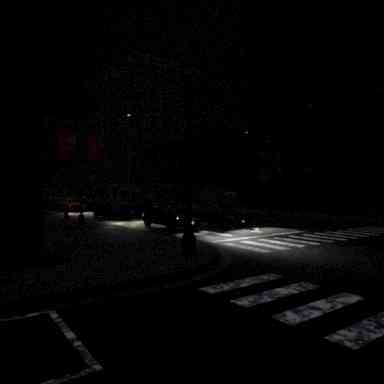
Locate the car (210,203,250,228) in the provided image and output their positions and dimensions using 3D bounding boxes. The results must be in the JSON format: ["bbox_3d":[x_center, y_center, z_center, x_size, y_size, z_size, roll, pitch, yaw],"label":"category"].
[{"bbox_3d":[1.696,1.500,22.013,1.812,1.442,4.674,0,0,-37],"label":"car"}]

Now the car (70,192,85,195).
[{"bbox_3d":[-20.486,1.118,58.700,2.150,2.045,5.566,0,-1,-36],"label":"car"}]

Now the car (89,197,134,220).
[{"bbox_3d":[-6.816,1.441,28.248,1.882,1.535,5.008,0,0,-36],"label":"car"}]

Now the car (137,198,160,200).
[{"bbox_3d":[-3.543,1.312,29.262,2.097,1.767,4.553,0,0,-36],"label":"car"}]

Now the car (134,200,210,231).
[{"bbox_3d":[-1.401,1.468,20.723,2.128,1.511,4.902,0,0,-36],"label":"car"}]

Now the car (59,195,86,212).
[{"bbox_3d":[-13.634,1.423,37.736,1.882,1.535,5.008,0,0,-36],"label":"car"}]
